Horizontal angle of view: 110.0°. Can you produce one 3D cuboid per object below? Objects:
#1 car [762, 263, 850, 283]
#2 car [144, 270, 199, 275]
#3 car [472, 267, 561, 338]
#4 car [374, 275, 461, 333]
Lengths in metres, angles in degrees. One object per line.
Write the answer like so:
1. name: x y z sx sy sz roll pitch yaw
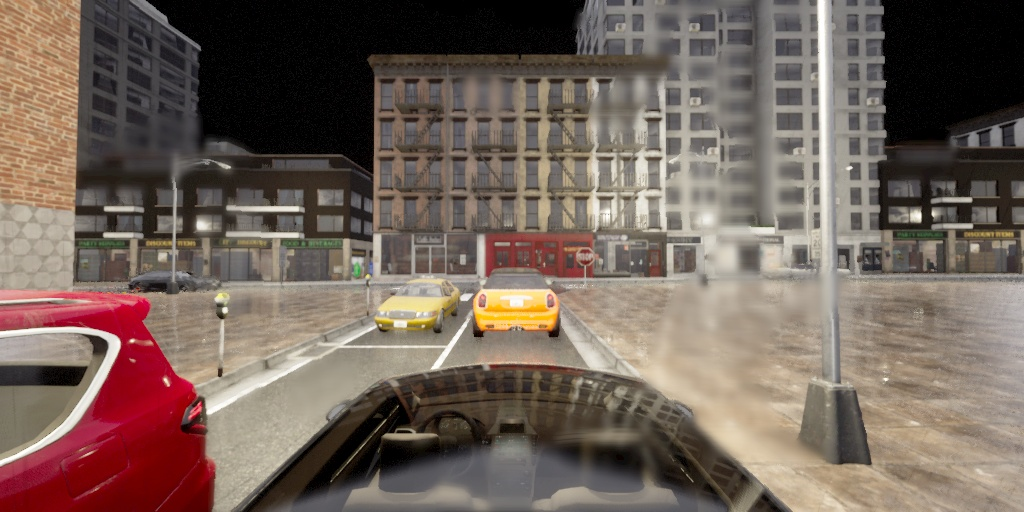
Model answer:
1. car: 20.050 1.145 24.632 4.718 1.301 1.895 -1 -1 0
2. car: -20.249 1.546 21.656 4.674 1.442 1.812 -1 -1 0
3. car: 0.108 1.105 10.345 2.097 1.767 4.553 0 0 0
4. car: -2.622 1.280 10.816 1.751 1.417 4.829 0 0 0
